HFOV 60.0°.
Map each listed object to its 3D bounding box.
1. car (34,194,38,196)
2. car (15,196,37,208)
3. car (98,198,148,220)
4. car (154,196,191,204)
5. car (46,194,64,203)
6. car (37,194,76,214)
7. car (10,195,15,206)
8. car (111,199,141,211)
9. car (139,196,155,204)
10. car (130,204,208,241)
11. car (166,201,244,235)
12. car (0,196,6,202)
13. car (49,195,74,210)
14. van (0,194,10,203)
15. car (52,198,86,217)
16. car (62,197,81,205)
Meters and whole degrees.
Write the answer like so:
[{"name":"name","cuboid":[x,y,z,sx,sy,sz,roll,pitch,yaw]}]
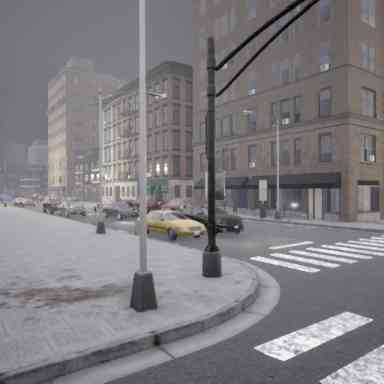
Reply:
[{"name":"car","cuboid":[-34.590,1.533,77.012,1.947,1.339,4.313,0,0,-36]},{"name":"car","cuboid":[-24.505,1.592,49.370,1.802,1.307,4.206,0,0,-36]},{"name":"car","cuboid":[-5.904,1.503,27.979,1.837,1.490,4.892,0,1,-36]},{"name":"car","cuboid":[-1.414,1.415,31.131,1.967,1.590,4.097,0,0,-36]},{"name":"car","cuboid":[-27.956,1.283,67.835,2.192,1.841,5.009,0,0,-36]},{"name":"car","cuboid":[-14.553,1.328,35.605,2.192,1.841,5.009,0,0,-36]},{"name":"car","cuboid":[-27.723,1.535,53.820,1.752,1.417,4.829,0,0,-36]},{"name":"car","cuboid":[-8.049,1.539,40.308,1.947,1.339,4.313,0,0,-36]},{"name":"car","cuboid":[-4.732,1.289,35.719,2.192,1.841,5.009,0,0,-36]},{"name":"car","cuboid":[-1.182,1.542,17.115,1.752,1.417,4.829,0,0,-36]},{"name":"car","cuboid":[0.775,1.482,18.743,1.882,1.535,5.008,0,0,-36]},{"name":"car","cuboid":[-44.411,1.558,76.898,2.008,1.369,4.403,0,0,-36]},{"name":"car","cuboid":[-17.246,1.350,43.776,2.097,1.767,4.553,0,0,-35]},{"name":"van","cuboid":[-37.777,1.349,67.721,1.690,1.788,3.998,0,0,-36]},{"name":"car","cuboid":[-11.235,1.565,31.018,2.008,1.369,4.403,0,0,-36]},{"name":"car","cuboid":[-21.320,1.520,58.660,2.008,1.369,4.403,0,0,-36]}]
